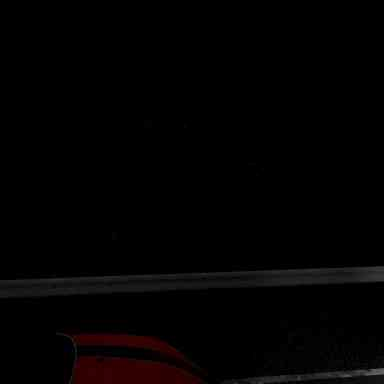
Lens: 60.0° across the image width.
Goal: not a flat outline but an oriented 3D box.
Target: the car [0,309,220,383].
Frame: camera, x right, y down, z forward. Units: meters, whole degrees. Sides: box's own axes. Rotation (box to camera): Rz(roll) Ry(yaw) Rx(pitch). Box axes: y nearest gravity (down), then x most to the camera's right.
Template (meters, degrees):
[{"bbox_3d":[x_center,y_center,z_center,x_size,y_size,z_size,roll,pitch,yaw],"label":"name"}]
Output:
[{"bbox_3d":[-1.835,1.352,1.684,4.553,1.767,2.097,0,0,-7],"label":"car"}]
